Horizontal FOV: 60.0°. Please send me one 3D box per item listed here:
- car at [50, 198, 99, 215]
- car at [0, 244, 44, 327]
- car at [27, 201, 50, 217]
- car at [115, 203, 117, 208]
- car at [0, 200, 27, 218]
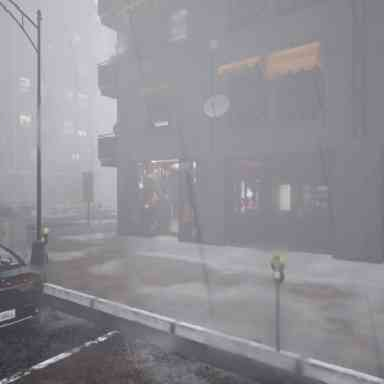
[{"bbox_3d":[-10.862,1.250,30.526,1.752,1.417,4.829,1,1,35],"label":"car"},{"bbox_3d":[-4.456,1.551,6.073,4.403,1.369,2.008,0,0,36],"label":"car"},{"bbox_3d":[-13.964,1.350,26.110,2.008,1.369,4.403,1,1,35],"label":"car"},{"bbox_3d":[-5.457,1.246,33.733,1.895,1.301,4.718,0,1,35],"label":"car"},{"bbox_3d":[-13.585,1.409,21.814,1.994,1.385,4.181,0,1,32],"label":"car"}]
